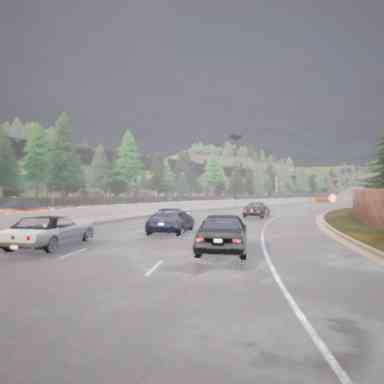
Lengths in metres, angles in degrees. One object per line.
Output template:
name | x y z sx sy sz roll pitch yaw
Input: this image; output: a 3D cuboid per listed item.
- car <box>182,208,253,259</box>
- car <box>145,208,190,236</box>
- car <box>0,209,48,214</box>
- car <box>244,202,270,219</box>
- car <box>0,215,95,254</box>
car | 1.205 1.586 12.921 2.033 1.411 5.357 0 0 9
car | -1.145 1.604 18.813 1.994 1.385 4.181 0 0 12
car | -11.432 1.343 21.684 2.097 1.767 4.553 0 0 13
car | 5.990 1.656 30.782 2.033 1.411 5.357 0 0 21
car | -5.732 1.603 13.516 1.895 1.301 4.718 0 0 8
